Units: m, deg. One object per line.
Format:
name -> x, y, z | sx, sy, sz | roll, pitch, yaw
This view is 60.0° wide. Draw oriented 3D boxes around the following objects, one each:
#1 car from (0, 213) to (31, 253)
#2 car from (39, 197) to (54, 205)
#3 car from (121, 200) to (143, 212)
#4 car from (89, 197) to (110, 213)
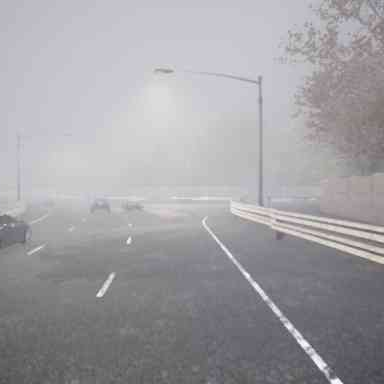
car -> -7.852, 1.535, 12.868 | 1.837, 1.490, 4.892 | 0, 0, -7
car -> -26.851, 1.650, 61.278 | 1.994, 1.385, 4.181 | 0, 0, -35
car -> -7.127, 1.603, 39.030 | 1.895, 1.301, 4.718 | 0, 0, -21
car -> -10.755, 1.374, 38.491 | 2.097, 1.767, 4.553 | 0, 0, -20
